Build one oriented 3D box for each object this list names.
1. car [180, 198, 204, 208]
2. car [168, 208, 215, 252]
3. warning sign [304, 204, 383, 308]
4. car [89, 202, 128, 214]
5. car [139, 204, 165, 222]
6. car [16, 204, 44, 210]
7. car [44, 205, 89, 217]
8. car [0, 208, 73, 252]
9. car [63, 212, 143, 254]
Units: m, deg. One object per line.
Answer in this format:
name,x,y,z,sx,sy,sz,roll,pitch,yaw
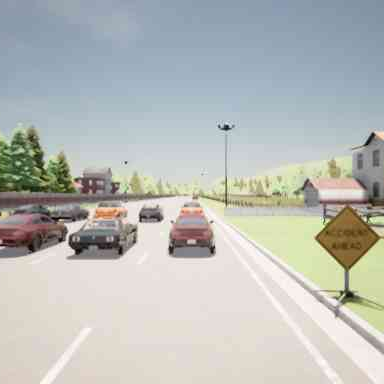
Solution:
car,-0.014,1.621,29.081,2.097,1.767,4.553,0,-1,0
car,-0.004,1.660,14.385,1.812,1.442,4.674,0,0,0
warning sign,3.046,1.177,6.555,1.300,1.860,1.060,0,-1,0
car,-7.014,1.621,29.077,2.097,1.767,4.553,0,-1,0
car,-3.513,1.765,29.284,2.128,1.511,4.902,0,0,0
car,-14.012,1.799,29.375,1.812,1.442,4.674,0,0,0
car,-10.515,1.817,28.978,2.033,1.411,5.357,0,-1,0
car,-7.004,1.660,14.381,1.812,1.442,4.674,0,0,0
car,-3.506,1.733,14.098,1.895,1.301,4.718,0,0,0
